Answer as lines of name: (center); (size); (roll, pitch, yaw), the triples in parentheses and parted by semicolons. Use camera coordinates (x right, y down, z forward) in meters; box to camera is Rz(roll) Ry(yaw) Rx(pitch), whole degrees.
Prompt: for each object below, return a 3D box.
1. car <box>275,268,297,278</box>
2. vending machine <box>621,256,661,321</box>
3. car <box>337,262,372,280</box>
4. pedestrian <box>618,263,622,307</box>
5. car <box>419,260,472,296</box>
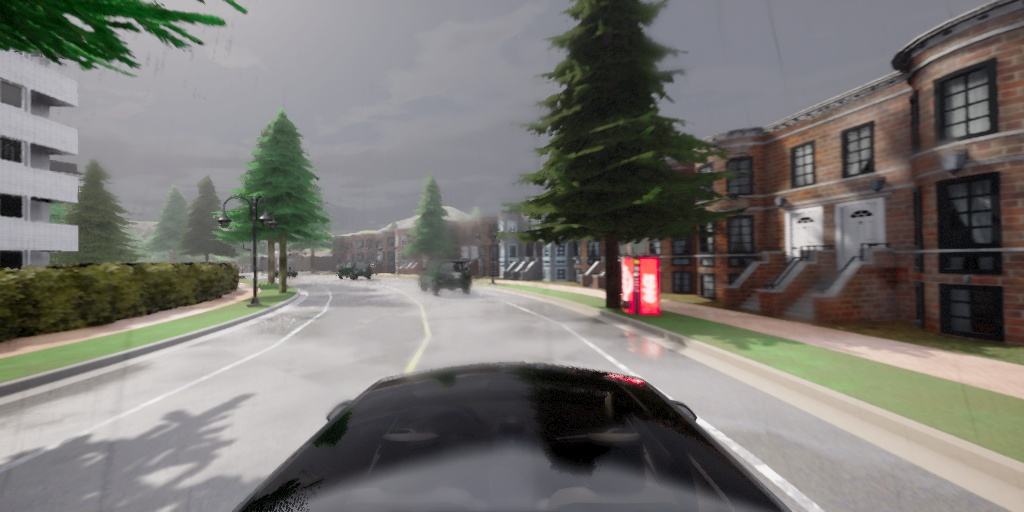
car: (-30.166, 2.277, 47.660); (4.718, 1.301, 1.895); (-1, -1, 44)
vending machine: (4.396, 1.003, 12.224); (1.100, 2.100, 0.880); (0, 0, -11)
car: (-17.895, 1.682, 40.710); (5.566, 2.045, 2.150); (-1, -1, 45)
pedestrian: (3.974, 0.972, 13.622); (0.375, 1.860, 0.375); (-1, -1, -13)
car: (-4.222, 1.290, 22.335); (2.150, 2.045, 5.566); (1, -1, -26)
